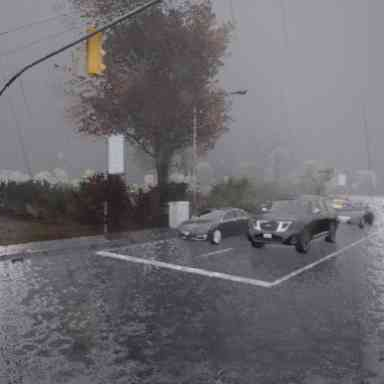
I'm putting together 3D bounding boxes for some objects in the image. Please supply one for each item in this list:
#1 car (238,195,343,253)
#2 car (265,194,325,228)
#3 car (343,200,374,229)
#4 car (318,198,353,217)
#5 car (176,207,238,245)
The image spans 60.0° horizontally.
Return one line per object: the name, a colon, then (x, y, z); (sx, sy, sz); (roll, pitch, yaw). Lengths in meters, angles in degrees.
car: (4.438, 1.223, 14.172); (2.150, 2.045, 5.566); (0, 0, 39)
car: (7.425, 1.214, 23.532); (2.150, 2.045, 5.566); (0, 0, 38)
car: (10.613, 1.482, 21.927); (2.128, 1.511, 4.902); (0, 0, 38)
car: (13.715, 1.437, 31.583); (1.882, 1.535, 5.008); (0, 0, 38)
car: (1.282, 1.506, 15.834); (1.837, 1.490, 4.892); (0, 0, 39)
